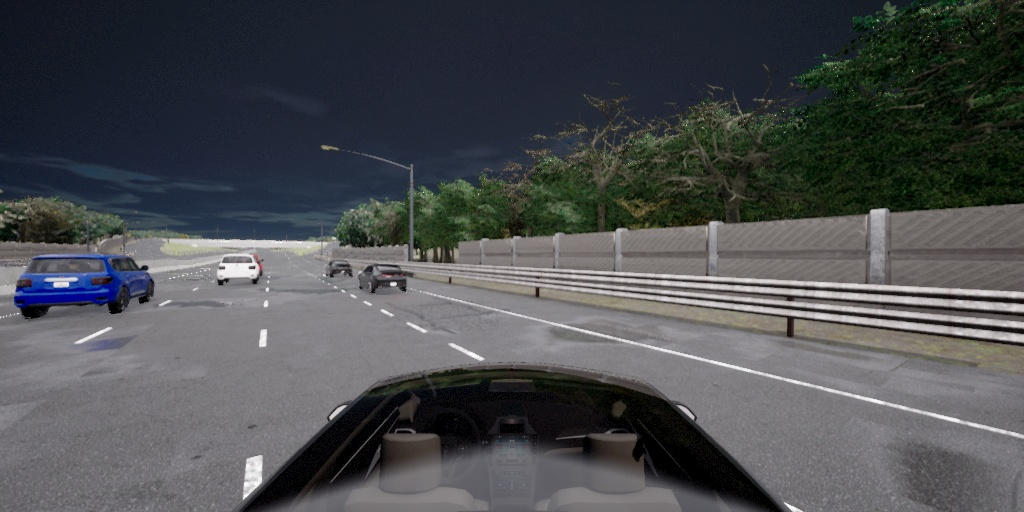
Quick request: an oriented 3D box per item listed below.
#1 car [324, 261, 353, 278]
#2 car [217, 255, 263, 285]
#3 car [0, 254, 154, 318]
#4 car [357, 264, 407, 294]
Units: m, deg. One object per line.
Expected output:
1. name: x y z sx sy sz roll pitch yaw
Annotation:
1. car: -16.158 1.179 33.361 1.837 1.490 4.892 0 -1 -34
2. car: -19.292 0.917 25.453 2.150 2.045 5.566 0 0 -34
3. car: -15.267 0.948 13.177 2.150 2.045 5.566 0 0 -34
4. car: -7.426 1.215 20.334 1.837 1.490 4.892 0 -1 -34
